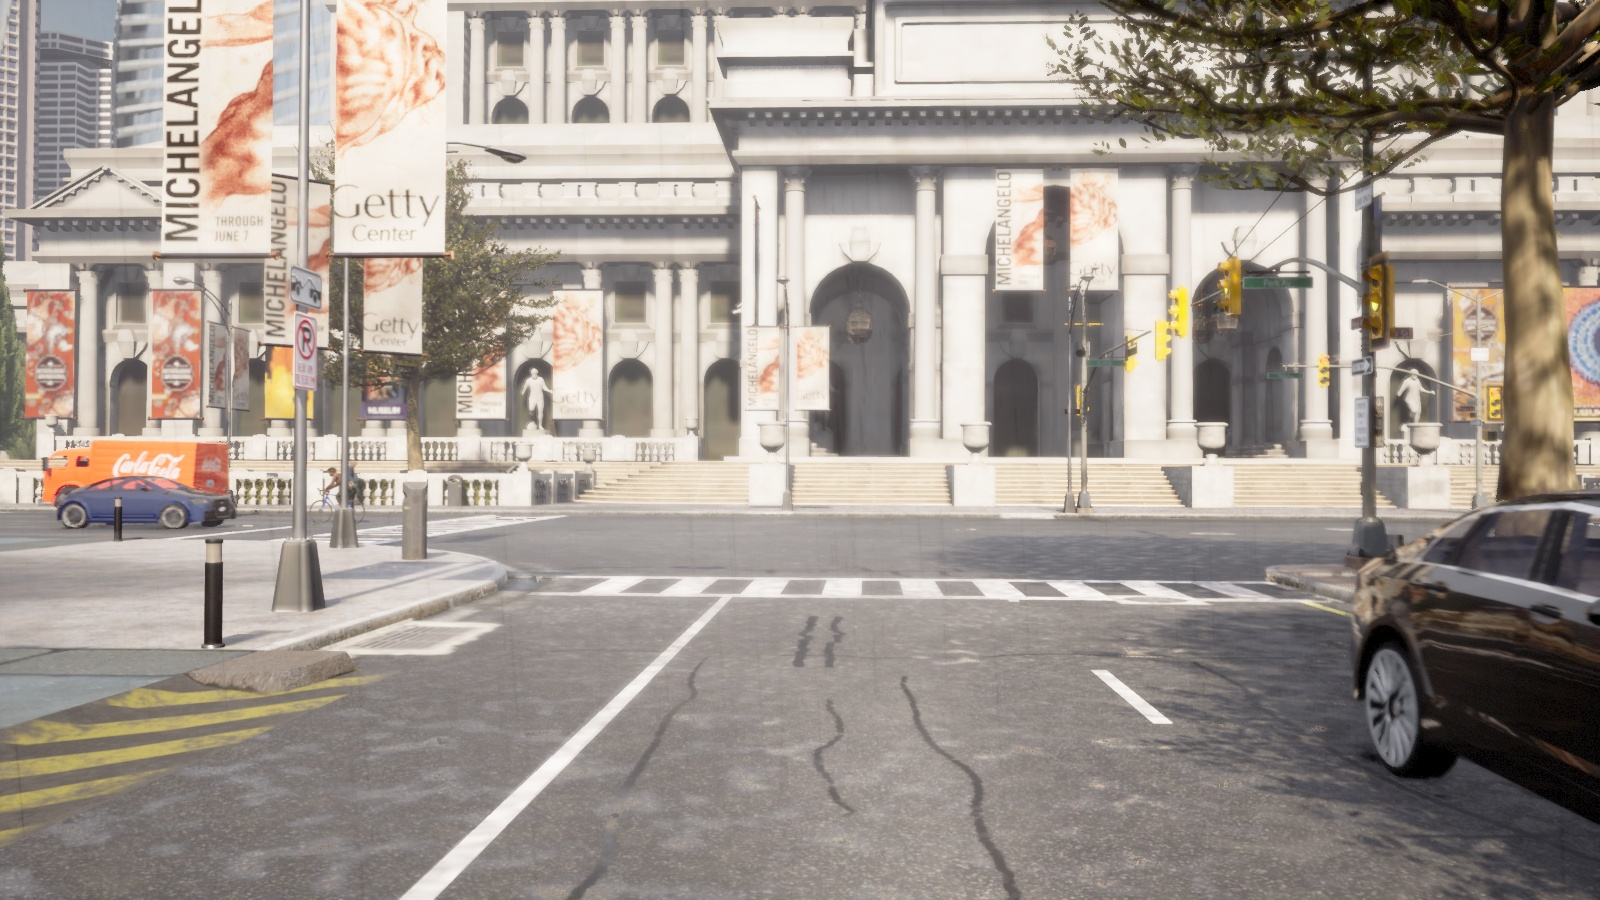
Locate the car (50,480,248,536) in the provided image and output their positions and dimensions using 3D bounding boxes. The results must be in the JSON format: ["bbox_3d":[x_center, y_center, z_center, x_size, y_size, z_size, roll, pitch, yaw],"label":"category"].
[{"bbox_3d":[-17.000,1.498,32.941,4.181,1.385,1.994,0,-1,3],"label":"car"}]

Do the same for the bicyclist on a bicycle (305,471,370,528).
[{"bbox_3d":[-13.341,1.428,36.266,1.656,1.620,0.582,-1,-1,3],"label":"bicyclist on a bicycle"}]

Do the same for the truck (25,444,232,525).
[{"bbox_3d":[-21.386,1.093,40.168,5.204,2.467,2.627,0,-1,3],"label":"truck"}]

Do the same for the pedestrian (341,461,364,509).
[{"bbox_3d":[-17.225,1.350,48.370,0.726,1.842,0.402,0,-1,0],"label":"pedestrian"}]

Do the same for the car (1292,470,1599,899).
[{"bbox_3d":[3.893,0.839,4.987,2.128,1.511,4.902,0,-1,3],"label":"car"}]
